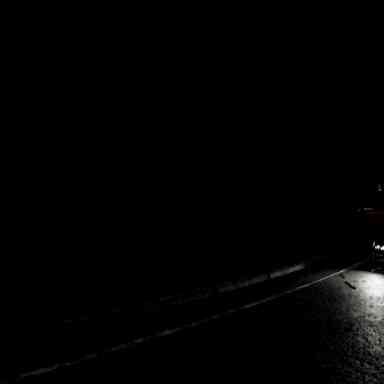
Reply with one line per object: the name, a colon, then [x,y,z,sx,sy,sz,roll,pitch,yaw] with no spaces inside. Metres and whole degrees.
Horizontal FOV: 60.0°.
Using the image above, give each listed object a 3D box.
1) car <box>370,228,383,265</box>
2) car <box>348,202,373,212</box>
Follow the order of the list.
car: [7.405,1.557,11.066,1.837,1.490,4.892,-1,-1,41]
car: [26.391,2.351,52.222,1.837,1.490,4.892,-4,-3,-2]
